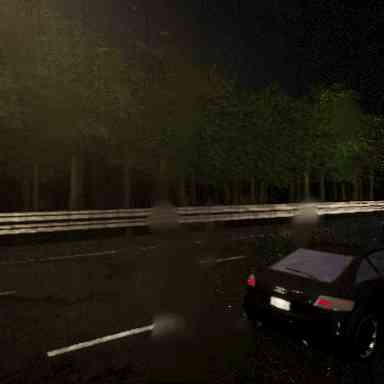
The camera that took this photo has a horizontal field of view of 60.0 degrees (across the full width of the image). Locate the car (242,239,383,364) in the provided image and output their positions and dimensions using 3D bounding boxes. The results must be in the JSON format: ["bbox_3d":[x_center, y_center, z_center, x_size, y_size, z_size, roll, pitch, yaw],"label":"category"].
[{"bbox_3d":[2.895,1.567,5.933,4.181,1.385,1.994,0,0,-36],"label":"car"}]
